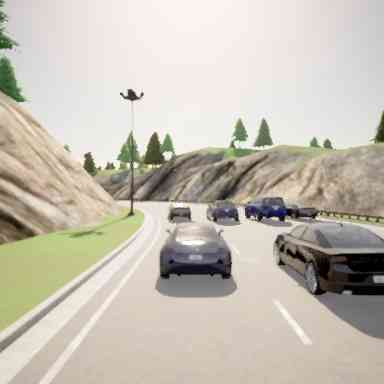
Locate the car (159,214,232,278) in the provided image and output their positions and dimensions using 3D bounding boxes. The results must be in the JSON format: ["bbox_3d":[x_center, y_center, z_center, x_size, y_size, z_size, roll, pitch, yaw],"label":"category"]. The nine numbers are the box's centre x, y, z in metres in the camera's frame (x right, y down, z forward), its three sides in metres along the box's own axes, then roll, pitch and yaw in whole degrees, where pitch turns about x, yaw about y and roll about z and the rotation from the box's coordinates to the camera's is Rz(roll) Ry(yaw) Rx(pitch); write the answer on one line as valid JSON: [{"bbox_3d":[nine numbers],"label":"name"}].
[{"bbox_3d":[0.090,1.618,10.356,1.994,1.385,4.181,0,0,0],"label":"car"}]

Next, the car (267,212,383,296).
[{"bbox_3d":[3.596,1.527,8.850,1.882,1.535,5.008,0,0,0],"label":"car"}]

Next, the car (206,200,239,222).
[{"bbox_3d":[2.487,1.499,28.239,2.097,1.767,4.553,0,0,-7],"label":"car"}]

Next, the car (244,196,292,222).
[{"bbox_3d":[6.090,1.374,28.157,2.150,2.045,5.566,0,0,-7],"label":"car"}]

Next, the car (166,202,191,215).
[{"bbox_3d":[-1.208,1.644,29.784,2.128,1.511,4.902,0,0,-8],"label":"car"}]

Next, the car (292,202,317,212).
[{"bbox_3d":[9.359,1.655,29.792,2.128,1.511,4.902,0,0,-7],"label":"car"}]
